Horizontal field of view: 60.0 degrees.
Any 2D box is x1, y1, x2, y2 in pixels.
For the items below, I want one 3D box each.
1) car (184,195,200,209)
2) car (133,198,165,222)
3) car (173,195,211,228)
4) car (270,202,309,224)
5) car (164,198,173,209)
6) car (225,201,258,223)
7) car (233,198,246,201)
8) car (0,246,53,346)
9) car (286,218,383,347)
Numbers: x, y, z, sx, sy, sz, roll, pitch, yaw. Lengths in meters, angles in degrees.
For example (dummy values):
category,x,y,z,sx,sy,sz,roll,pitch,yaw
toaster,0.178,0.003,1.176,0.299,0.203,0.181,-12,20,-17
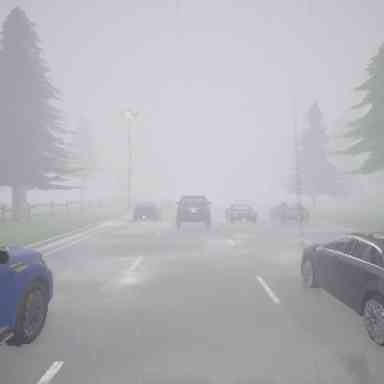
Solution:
category,x,y,z,sx,sy,sz,roll,pitch,yaw
car,0.043,1.344,45.957,2.097,1.767,4.553,0,0,0
car,-3.406,1.500,26.053,1.837,1.490,4.892,0,0,0
car,0.094,1.218,22.469,2.150,2.045,5.566,0,0,0
car,7.094,1.488,24.551,2.128,1.511,4.902,0,0,0
car,-3.457,1.539,45.638,2.033,1.411,5.357,0,0,0
car,3.594,1.597,25.132,1.895,1.301,4.718,0,0,0
car,7.063,1.556,49.324,1.994,1.385,4.181,0,0,0
car,-3.401,1.221,3.219,2.150,2.045,5.566,0,0,0
car,3.598,1.491,6.271,2.128,1.511,4.902,0,0,0
